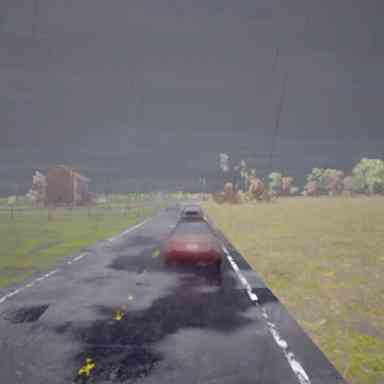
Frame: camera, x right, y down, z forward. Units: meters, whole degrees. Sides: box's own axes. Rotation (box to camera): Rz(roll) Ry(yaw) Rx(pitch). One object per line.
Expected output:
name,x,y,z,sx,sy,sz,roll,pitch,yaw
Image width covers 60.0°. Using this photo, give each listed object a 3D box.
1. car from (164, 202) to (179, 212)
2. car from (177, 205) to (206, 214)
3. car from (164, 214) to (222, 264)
car,-2.792,2.184,47.779,1.994,1.385,4.181,0,-1,1
car,0.043,1.858,27.303,1.837,1.490,4.892,0,0,1
car,0.046,1.727,12.520,1.994,1.385,4.181,0,-1,1
